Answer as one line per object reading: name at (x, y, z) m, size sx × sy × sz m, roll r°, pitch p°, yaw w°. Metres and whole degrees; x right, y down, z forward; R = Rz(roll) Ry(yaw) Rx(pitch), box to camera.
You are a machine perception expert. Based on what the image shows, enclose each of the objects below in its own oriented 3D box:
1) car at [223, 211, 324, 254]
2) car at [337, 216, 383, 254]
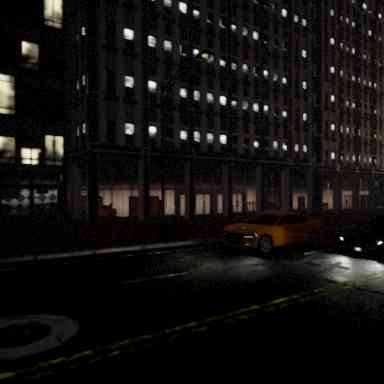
car at (3.558, 1.577, 14.186) m, size 5.008 × 1.535 × 1.882 m, roll 1°, pitch -1°, yaw -35°
car at (8.106, 1.677, 13.419) m, size 5.357 × 1.411 × 2.033 m, roll 1°, pitch 0°, yaw -35°
